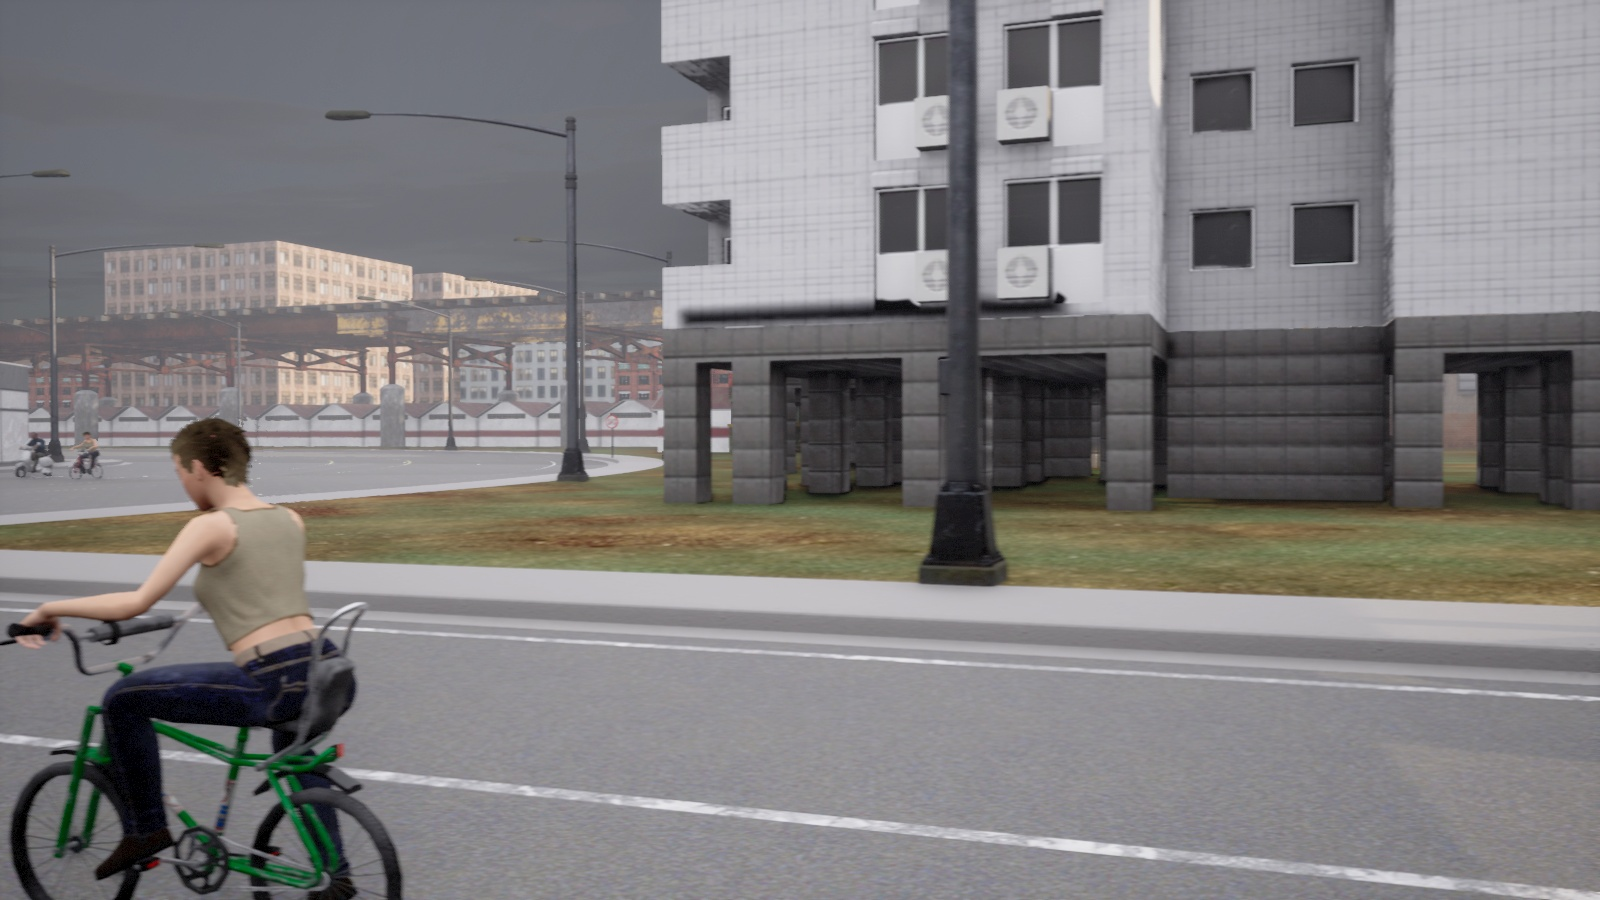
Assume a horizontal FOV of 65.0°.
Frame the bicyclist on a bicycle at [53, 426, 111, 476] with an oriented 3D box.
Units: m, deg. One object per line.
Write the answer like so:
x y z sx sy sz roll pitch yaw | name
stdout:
-23.685 0.011 41.462 0.866 1.612 1.509 0 1 10 | bicyclist on a bicycle

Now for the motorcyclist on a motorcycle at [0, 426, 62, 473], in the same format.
-26.863 -0.027 43.892 0.866 1.590 1.817 0 1 7 | motorcyclist on a motorcycle

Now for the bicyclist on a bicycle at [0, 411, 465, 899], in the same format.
-1.919 0.694 3.830 1.509 1.612 0.866 1 1 19 | bicyclist on a bicycle
